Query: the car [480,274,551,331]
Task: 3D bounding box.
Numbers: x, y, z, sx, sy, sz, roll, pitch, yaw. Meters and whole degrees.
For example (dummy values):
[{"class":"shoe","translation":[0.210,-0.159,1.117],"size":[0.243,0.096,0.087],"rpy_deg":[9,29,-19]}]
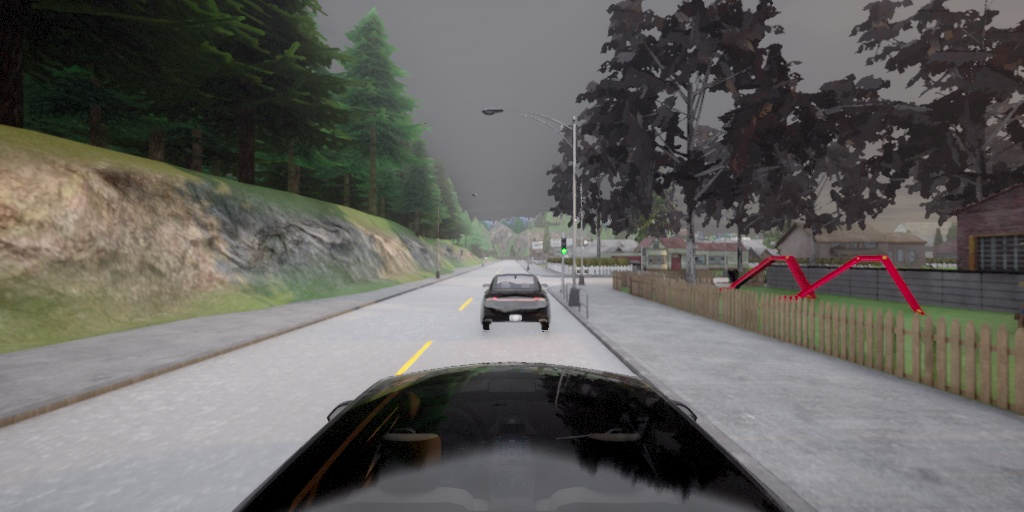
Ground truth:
[{"class":"car","translation":[0.103,1.295,11.141],"size":[2.128,1.511,4.902],"rpy_deg":[0,0,0]}]
